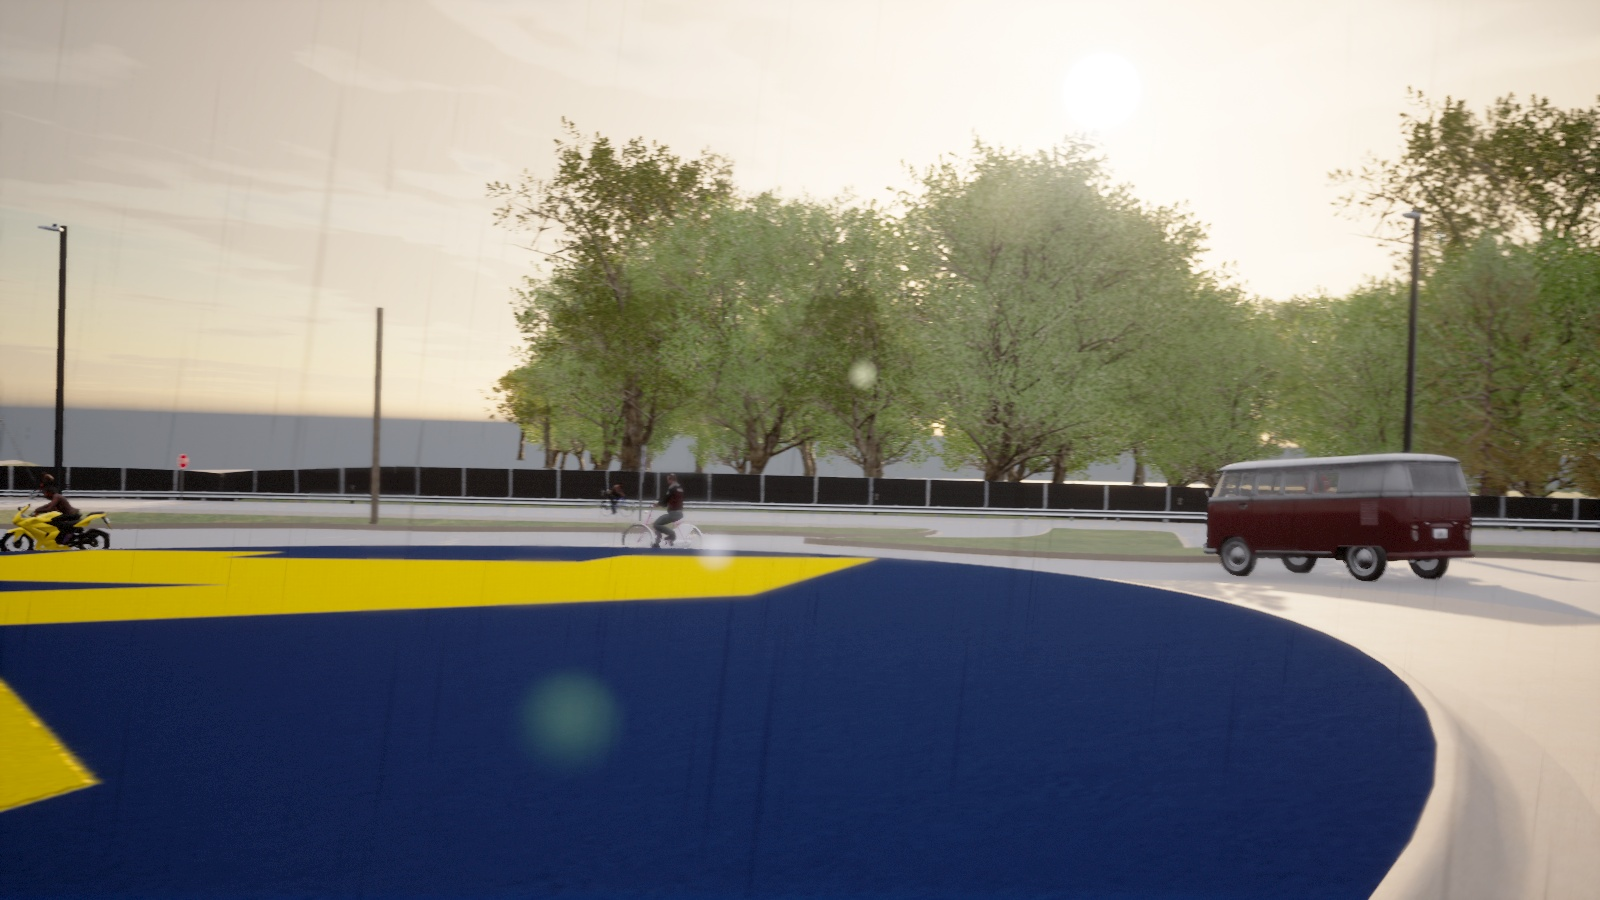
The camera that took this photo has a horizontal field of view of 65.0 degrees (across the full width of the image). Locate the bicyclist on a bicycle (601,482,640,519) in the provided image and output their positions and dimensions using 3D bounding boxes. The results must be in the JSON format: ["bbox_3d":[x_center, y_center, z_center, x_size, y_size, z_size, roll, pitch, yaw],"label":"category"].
[{"bbox_3d":[-8.176,2.280,57.216,1.656,1.620,0.582,1,1,15],"label":"bicyclist on a bicycle"}]

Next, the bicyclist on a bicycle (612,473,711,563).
[{"bbox_3d":[-2.821,1.372,25.528,1.843,1.776,0.659,0,-4,23],"label":"bicyclist on a bicycle"}]

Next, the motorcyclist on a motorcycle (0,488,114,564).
[{"bbox_3d":[-15.577,1.576,26.284,2.044,1.523,0.797,0,-1,-22],"label":"motorcyclist on a motorcycle"}]

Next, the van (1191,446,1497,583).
[{"bbox_3d":[8.750,1.073,20.661,1.775,1.987,4.442,1,-4,-27],"label":"van"}]
